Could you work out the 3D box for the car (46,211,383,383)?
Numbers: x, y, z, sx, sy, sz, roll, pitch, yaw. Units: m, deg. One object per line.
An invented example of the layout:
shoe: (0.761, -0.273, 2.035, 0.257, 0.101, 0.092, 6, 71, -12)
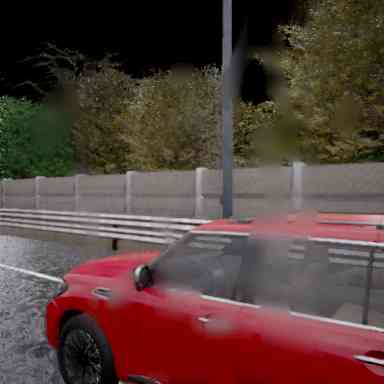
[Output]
car: (0.860, 1.221, 3.372, 5.566, 2.045, 2.150, 1, 0, 36)
